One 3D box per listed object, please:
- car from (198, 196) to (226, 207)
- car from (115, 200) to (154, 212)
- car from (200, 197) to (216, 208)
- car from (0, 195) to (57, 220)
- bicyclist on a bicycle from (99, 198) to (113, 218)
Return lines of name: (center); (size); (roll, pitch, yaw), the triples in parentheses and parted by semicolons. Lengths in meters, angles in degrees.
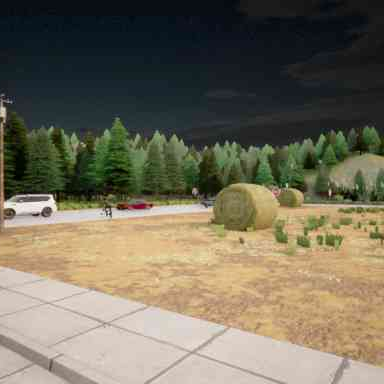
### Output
car: (3.265, 1.504, 53.337); (1.882, 1.535, 5.008); (0, 0, 37)
car: (-6.834, 1.628, 39.802); (1.895, 1.301, 4.718); (0, 0, 36)
car: (3.557, 1.518, 47.757); (2.128, 1.511, 4.902); (0, 0, 37)
car: (-14.710, 1.249, 29.152); (2.150, 2.045, 5.566); (0, 0, 36)
bicyclist on a bicycle: (-6.988, 1.327, 27.009); (1.656, 1.620, 0.582); (0, 0, 36)
